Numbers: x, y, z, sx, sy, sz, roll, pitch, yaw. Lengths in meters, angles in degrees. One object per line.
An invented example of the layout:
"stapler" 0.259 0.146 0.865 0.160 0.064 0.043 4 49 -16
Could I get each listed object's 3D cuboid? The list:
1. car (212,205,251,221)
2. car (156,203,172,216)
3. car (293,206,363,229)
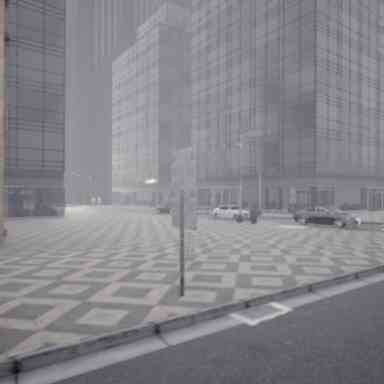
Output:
"car" 3.791 1.967 31.980 1.812 1.442 4.674 0 -1 -36
"car" -2.726 2.117 40.978 1.837 1.490 4.892 0 -1 -36
"car" 9.625 1.781 23.925 2.128 1.511 4.902 0 -1 -35
